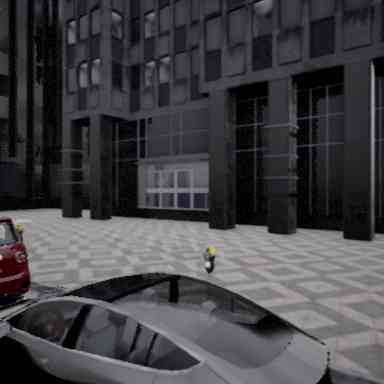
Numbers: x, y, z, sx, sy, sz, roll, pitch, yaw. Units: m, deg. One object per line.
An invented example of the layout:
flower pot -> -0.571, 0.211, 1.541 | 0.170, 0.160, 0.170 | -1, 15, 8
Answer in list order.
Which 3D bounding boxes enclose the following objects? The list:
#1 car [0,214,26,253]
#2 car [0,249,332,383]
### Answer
car -> -5.282, 1.312, 6.727 | 5.009, 1.841, 2.192 | 0, 0, 35
car -> -0.794, 1.565, 3.527 | 4.313, 1.339, 1.947 | 0, 0, 35
